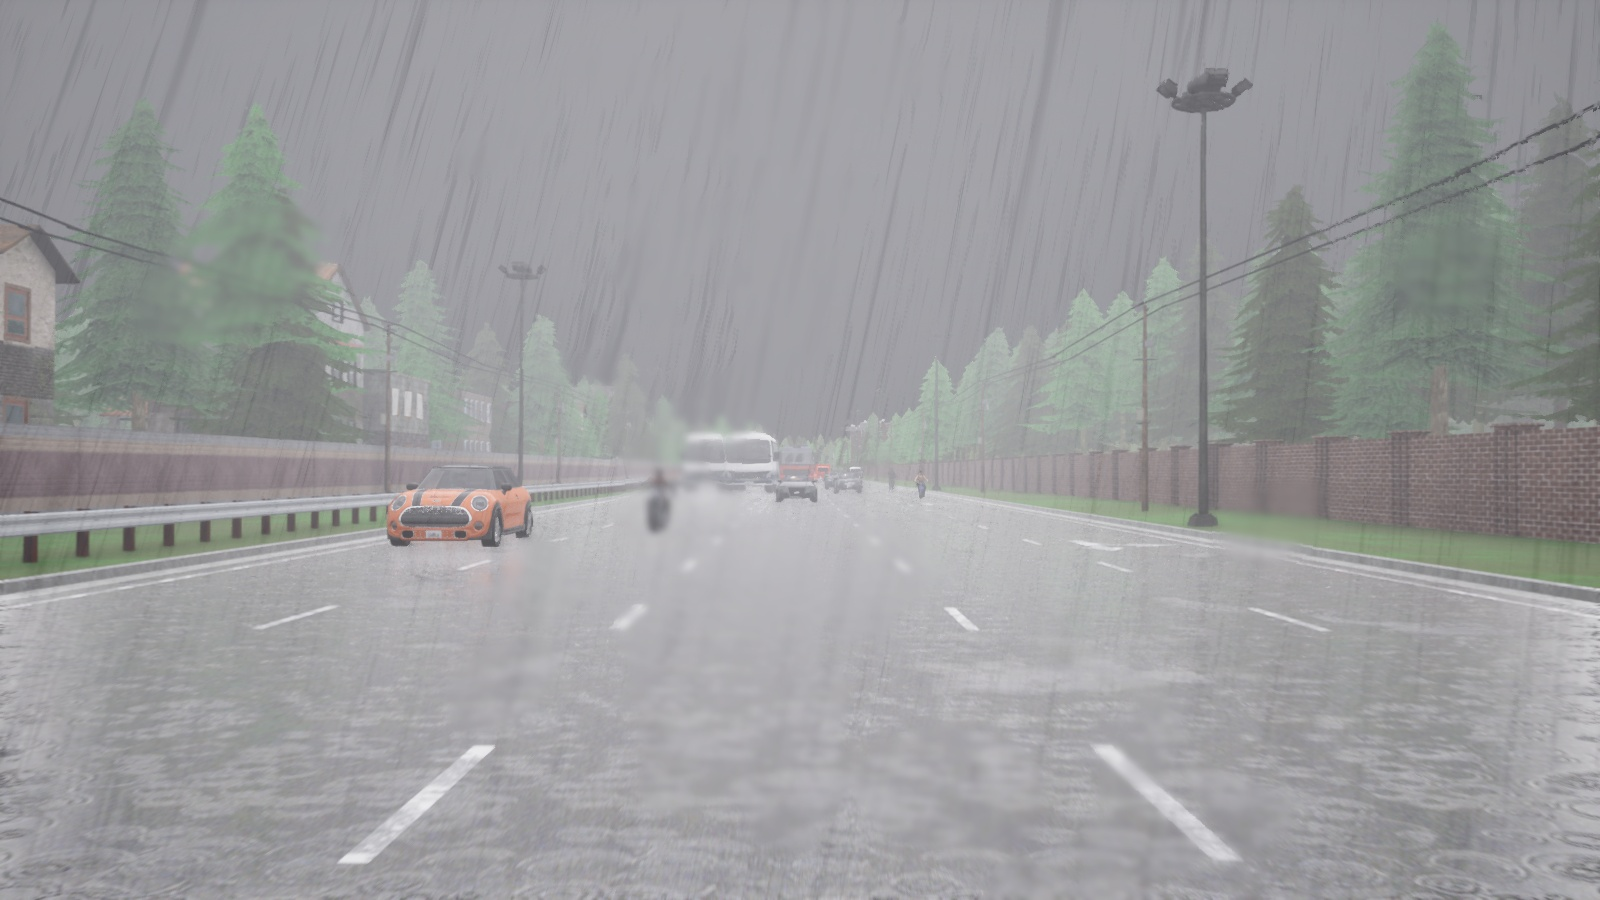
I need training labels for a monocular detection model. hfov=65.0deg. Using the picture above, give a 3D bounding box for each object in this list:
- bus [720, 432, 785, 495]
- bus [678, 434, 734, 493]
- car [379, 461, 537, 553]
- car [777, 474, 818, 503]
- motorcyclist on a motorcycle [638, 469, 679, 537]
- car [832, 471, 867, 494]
[{"bbox_3d":[-3.337,1.012,91.888,3.944,4.253,10.273,-1,-1,2],"label":"bus"},{"bbox_3d":[-7.066,1.041,95.246,3.944,4.253,10.273,1,-1,-4],"label":"bus"},{"bbox_3d":[-7.062,1.137,26.445,2.097,1.767,4.553,0,-1,0],"label":"car"},{"bbox_3d":[-0.148,1.926,63.210,1.994,1.385,4.181,0,-1,0],"label":"car"},{"bbox_3d":[-3.575,1.305,31.825,0.766,1.649,2.350,0,-1,0],"label":"motorcyclist on a motorcycle"},{"bbox_3d":[3.302,2.156,84.359,2.128,1.511,4.902,0,-1,0],"label":"car"}]
